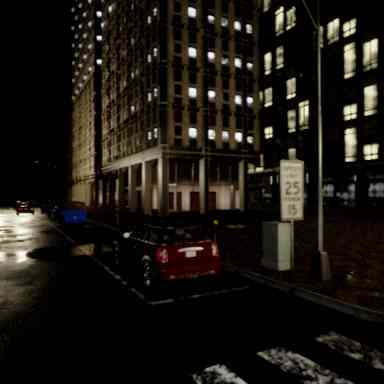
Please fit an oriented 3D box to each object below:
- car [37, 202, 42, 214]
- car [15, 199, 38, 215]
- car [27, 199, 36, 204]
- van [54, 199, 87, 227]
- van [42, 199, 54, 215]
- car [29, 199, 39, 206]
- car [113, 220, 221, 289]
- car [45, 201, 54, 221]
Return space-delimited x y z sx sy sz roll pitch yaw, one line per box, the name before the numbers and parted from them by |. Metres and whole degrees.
car | -16.854 1.928 39.483 1.947 1.339 4.313 0 0 -28
car | -19.251 1.917 38.468 2.033 1.411 5.357 0 0 -28
car | -40.731 2.402 84.362 1.947 1.339 4.313 0 -1 -28
van | -8.896 1.553 24.525 1.690 1.788 3.998 0 0 -28
van | -14.202 1.653 34.498 1.690 1.788 3.998 0 0 -28
car | -35.425 2.309 74.388 1.802 1.307 4.206 0 0 -28
car | -0.936 1.506 9.565 1.967 1.590 4.097 0 0 -28
car | -11.548 1.813 29.510 2.008 1.369 4.403 0 0 -28
